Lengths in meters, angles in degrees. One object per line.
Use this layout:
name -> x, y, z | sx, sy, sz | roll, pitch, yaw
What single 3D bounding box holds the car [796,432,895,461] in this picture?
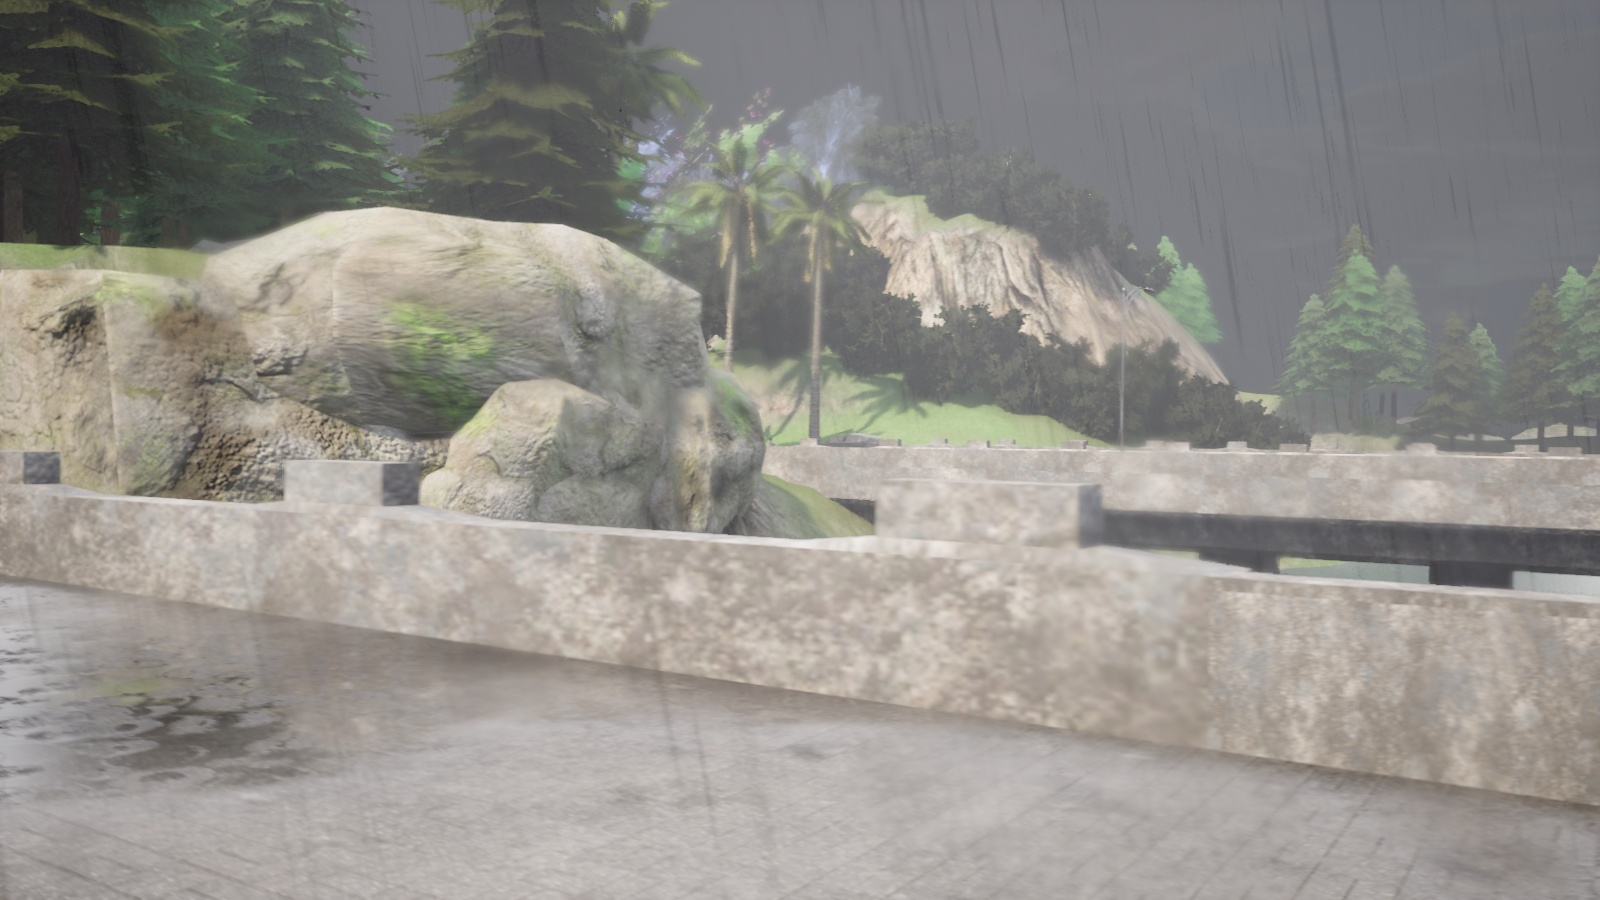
car -> 2.402, -0.203, 66.846 | 4.792, 1.488, 2.163 | 0, 1, 34
